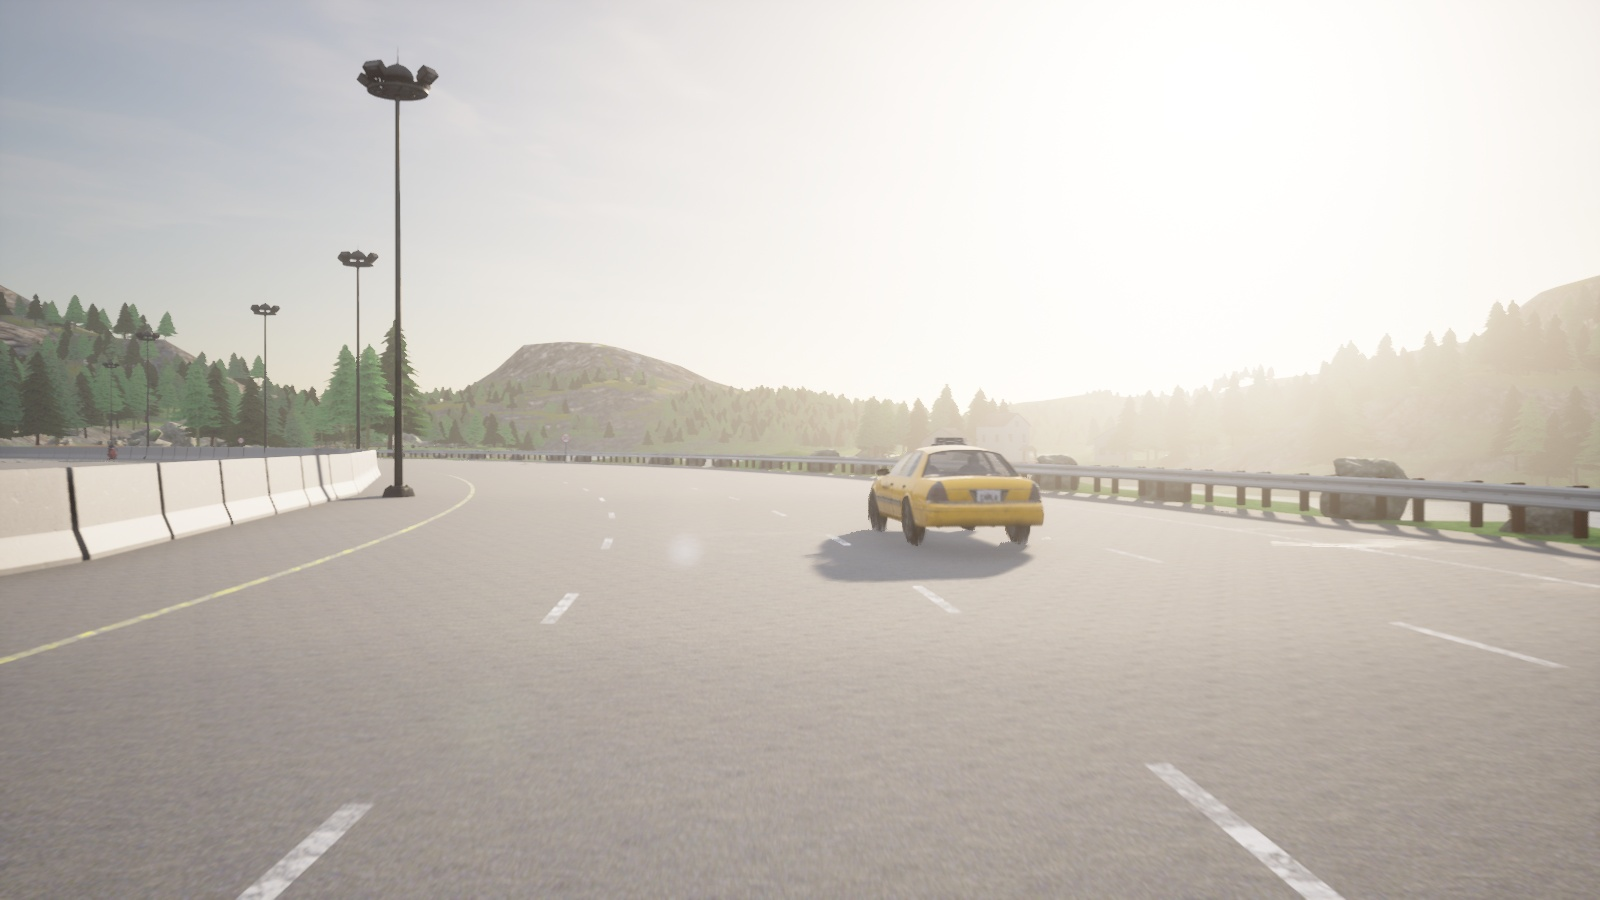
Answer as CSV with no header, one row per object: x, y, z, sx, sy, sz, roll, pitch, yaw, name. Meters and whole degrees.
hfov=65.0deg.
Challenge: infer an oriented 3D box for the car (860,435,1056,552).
2.283,0.575,19.719,1.801,1.575,5.366,0,0,-7,car
